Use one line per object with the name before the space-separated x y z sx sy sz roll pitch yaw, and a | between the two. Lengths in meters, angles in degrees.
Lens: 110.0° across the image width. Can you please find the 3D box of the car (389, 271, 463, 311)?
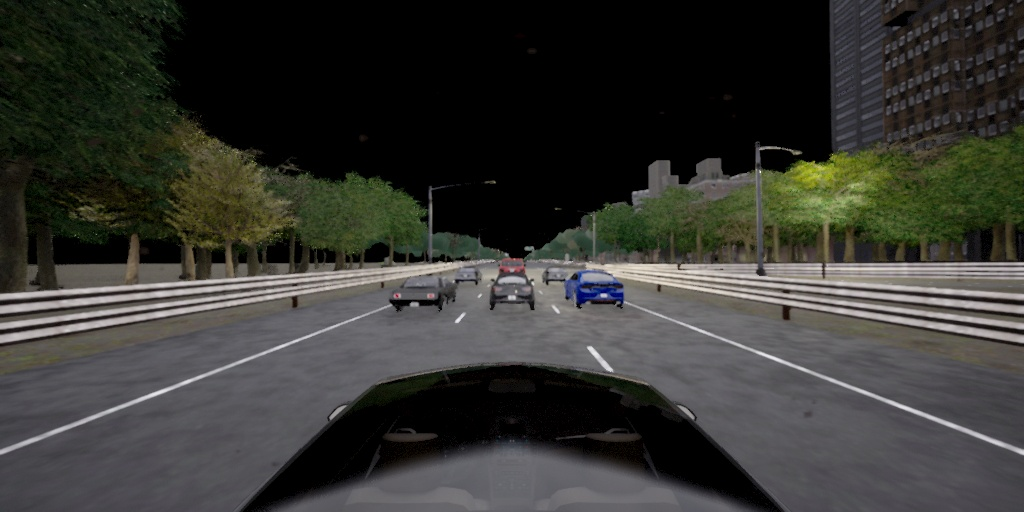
car | -3.484 1.487 15.110 1.895 1.301 4.718 0 -1 0

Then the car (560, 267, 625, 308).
car | 3.523 1.373 16.116 1.882 1.535 5.008 0 0 0

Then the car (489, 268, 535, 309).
car | 0.020 1.418 15.759 1.812 1.442 4.674 0 0 0

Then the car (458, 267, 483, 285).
car | -3.496 1.571 29.386 2.033 1.411 5.357 0 0 0

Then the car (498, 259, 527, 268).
car | 0.005 1.249 29.460 2.150 2.045 5.566 0 0 0

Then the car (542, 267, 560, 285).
car | 3.504 1.571 29.369 2.033 1.411 5.357 0 0 0
